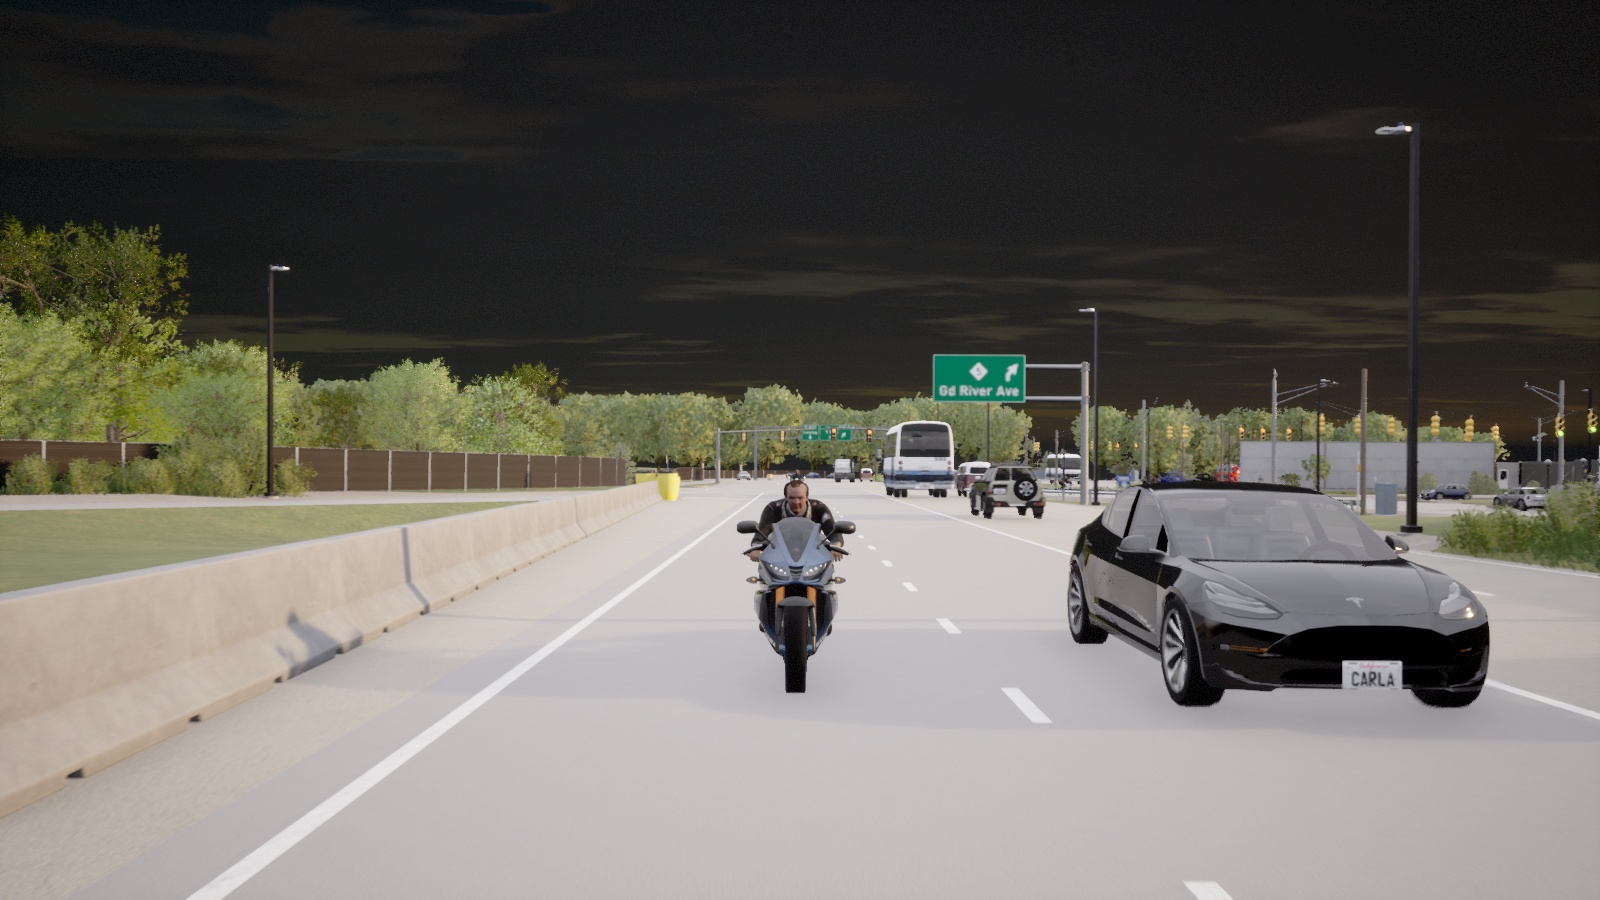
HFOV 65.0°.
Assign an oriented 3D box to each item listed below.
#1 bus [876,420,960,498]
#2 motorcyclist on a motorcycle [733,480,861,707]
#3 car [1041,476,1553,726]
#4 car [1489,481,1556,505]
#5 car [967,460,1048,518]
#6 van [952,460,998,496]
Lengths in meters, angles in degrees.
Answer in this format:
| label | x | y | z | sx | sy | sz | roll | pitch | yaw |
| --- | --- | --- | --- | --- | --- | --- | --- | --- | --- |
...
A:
| label | x | y | z | sx | sy | sz | roll | pitch | yaw |
| --- | --- | --- | --- | --- | --- | --- | --- | --- | --- |
| bus | 6.821 | 0.569 | 74.157 | 3.944 | 4.253 | 10.273 | 0 | -1 | 0 |
| motorcyclist on a motorcycle | -0.022 | 1.009 | 9.689 | 0.866 | 1.530 | 2.191 | 0 | -1 | 0 |
| car | 3.477 | 0.966 | 10.027 | 2.163 | 1.488 | 4.792 | 0 | -1 | 0 |
| car | 45.045 | 2.668 | 78.371 | 1.970 | 1.475 | 3.806 | 0 | -1 | -1 |
| car | 6.901 | 1.277 | 42.256 | 1.932 | 1.855 | 4.605 | 0 | -1 | 0 |
| van | 10.326 | 1.655 | 74.202 | 2.069 | 2.038 | 4.480 | 0 | -1 | 0 |
